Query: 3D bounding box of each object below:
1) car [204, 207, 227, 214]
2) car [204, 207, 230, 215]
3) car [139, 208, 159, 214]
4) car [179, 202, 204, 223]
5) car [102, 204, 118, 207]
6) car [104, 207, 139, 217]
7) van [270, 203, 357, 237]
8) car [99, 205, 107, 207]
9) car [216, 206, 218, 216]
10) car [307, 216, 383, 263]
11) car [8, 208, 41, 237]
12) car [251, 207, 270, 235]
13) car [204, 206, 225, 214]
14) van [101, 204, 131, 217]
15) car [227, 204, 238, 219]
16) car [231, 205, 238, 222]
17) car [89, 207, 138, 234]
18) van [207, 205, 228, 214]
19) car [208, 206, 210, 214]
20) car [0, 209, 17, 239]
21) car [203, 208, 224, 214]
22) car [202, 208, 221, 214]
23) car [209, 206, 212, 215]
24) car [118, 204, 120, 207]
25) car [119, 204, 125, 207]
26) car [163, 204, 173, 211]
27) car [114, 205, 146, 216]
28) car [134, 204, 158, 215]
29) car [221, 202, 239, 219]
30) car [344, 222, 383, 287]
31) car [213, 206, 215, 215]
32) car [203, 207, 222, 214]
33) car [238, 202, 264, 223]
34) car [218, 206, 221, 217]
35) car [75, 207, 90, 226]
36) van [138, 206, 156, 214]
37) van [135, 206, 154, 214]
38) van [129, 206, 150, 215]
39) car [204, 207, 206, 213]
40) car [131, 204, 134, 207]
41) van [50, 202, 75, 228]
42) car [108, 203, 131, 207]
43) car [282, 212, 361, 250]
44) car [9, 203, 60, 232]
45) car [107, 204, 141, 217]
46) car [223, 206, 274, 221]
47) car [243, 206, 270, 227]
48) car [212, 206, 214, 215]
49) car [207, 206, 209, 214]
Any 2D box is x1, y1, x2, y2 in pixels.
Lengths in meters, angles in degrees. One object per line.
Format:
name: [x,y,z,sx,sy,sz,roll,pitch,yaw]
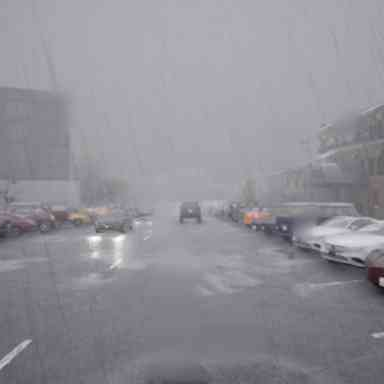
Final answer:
car: [5.543,4.432,78.248,5.008,1.535,2.097,2,-3,-21]
car: [5.488,4.123,72.310,5.366,1.575,1.946,2,-3,-21]
car: [-11.742,5.150,90.995,5.008,1.535,2.097,0,-3,-19]
car: [-0.179,2.067,34.489,2.150,2.045,5.566,0,-2,-1]
car: [-11.431,2.450,37.121,5.366,1.575,1.946,0,-3,-21]
car: [-11.665,3.290,55.062,5.366,1.575,1.946,0,-3,-21]
van: [6.482,1.520,16.727,4.442,1.987,1.878,1,-2,-20]
car: [-11.545,2.366,34.079,4.792,1.488,2.163,0,-3,-20]
car: [6.135,2.666,43.066,5.008,1.535,2.097,2,-3,-21]
car: [6.401,1.643,10.806,4.674,1.452,2.002,1,-1,-20]
car: [-11.451,1.877,19.109,4.674,1.452,2.002,0,-1,-20]
car: [6.362,1.822,19.613,5.008,1.535,2.097,1,-2,-20]
car: [5.441,4.457,81.193,4.553,1.767,2.185,2,-3,-21]
van: [-11.905,2.913,51.970,4.442,1.987,1.878,0,-3,-21]
car: [6.262,2.196,31.345,4.892,1.521,2.231,2,-3,-20]
car: [6.287,2.095,28.408,4.892,1.521,2.231,2,-2,-20]
car: [-5.177,1.944,22.587,1.837,1.490,4.892,0,-2,0]
van: [5.712,4.060,75.364,4.442,1.987,1.878,2,-3,-21]
car: [5.923,3.381,57.722,4.892,1.521,2.231,2,-3,-21]
car: [-11.467,1.786,16.105,4.792,1.488,2.163,0,-1,-20]
car: [5.427,4.765,84.150,4.792,1.488,2.163,2,-3,-21]
car: [5.234,5.065,90.016,4.792,1.488,2.163,2,-3,-21]
car: [5.972,3.229,54.789,5.008,1.535,2.097,2,-3,-21]
car: [-11.809,2.576,39.979,5.366,1.575,1.946,0,-2,-21]
car: [-11.847,2.706,42.968,5.366,1.575,1.946,0,-3,-21]
car: [-5.692,3.865,79.073,2.150,2.045,5.566,0,-3,0]
car: [-11.962,3.506,63.997,5.566,2.045,2.435,0,-3,-20]
car: [-5.227,2.247,39.002,1.837,1.490,4.892,0,-2,-1]
car: [6.269,2.056,34.298,5.566,2.045,2.435,2,-3,-20]
car: [6.379,1.573,7.872,4.792,1.488,2.163,1,-1,-20]
car: [6.069,2.977,48.921,4.674,1.452,2.002,2,-3,-21]
car: [5.303,4.759,87.083,4.553,1.767,2.185,2,-3,-21]
car: [6.287,1.870,25.475,4.553,1.767,2.185,1,-2,-20]
car: [6.183,2.541,40.137,5.008,1.535,2.097,2,-3,-21]
car: [-11.346,2.115,28.154,5.366,1.575,1.946,0,-2,-20]
van: [-11.890,4.770,87.972,4.442,1.987,1.878,0,-3,-19]
van: [-11.734,4.462,82.066,4.442,1.987,1.878,0,-3,-19]
van: [-12.008,4.151,75.982,4.442,1.987,1.878,0,-3,-19]
car: [5.728,3.981,69.446,5.008,1.535,2.097,2,-3,-21]
car: [-11.576,2.988,49.077,5.366,1.575,1.946,0,-3,-21]
van: [-11.390,1.791,25.147,4.442,1.987,1.878,0,-2,-20]
car: [-11.738,2.595,46.022,5.566,2.045,2.435,0,-3,-21]
car: [6.389,1.711,13.744,4.674,1.452,2.002,1,-1,-20]
car: [-11.445,1.799,22.112,4.553,1.767,2.185,0,-2,-20]
car: [-11.911,3.196,57.987,5.566,2.045,2.435,0,-3,-21]
car: [6.383,2.420,37.268,5.366,1.575,1.946,2,-3,-21]
car: [6.310,1.936,22.528,4.792,1.488,2.163,1,-2,-20]
car: [5.994,2.956,51.858,4.553,1.767,2.185,2,-3,-21]
car: [5.877,3.531,60.651,4.892,1.521,2.231,2,-3,-21]
